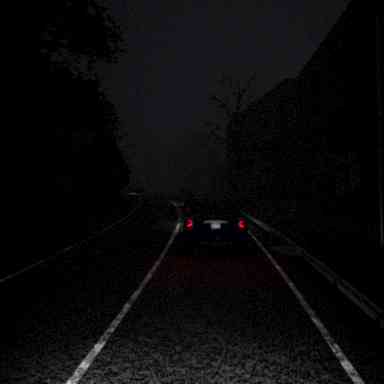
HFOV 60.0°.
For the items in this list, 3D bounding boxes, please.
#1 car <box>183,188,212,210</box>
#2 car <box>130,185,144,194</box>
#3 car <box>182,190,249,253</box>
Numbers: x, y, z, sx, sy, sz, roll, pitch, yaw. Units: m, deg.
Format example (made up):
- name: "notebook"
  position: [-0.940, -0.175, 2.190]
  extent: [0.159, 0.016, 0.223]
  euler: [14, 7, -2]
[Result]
- name: "car"
  position: [0.351, 0.544, 28.539]
  extent: [1.882, 1.535, 5.008]
  euler: [1, 2, -5]
- name: "car"
  position: [-9.347, -0.539, 56.793]
  extent: [1.812, 1.442, 4.674]
  euler: [2, 2, -19]
- name: "car"
  position: [0.801, 0.976, 12.219]
  extent: [2.097, 1.767, 4.553]
  euler: [1, 2, 2]
